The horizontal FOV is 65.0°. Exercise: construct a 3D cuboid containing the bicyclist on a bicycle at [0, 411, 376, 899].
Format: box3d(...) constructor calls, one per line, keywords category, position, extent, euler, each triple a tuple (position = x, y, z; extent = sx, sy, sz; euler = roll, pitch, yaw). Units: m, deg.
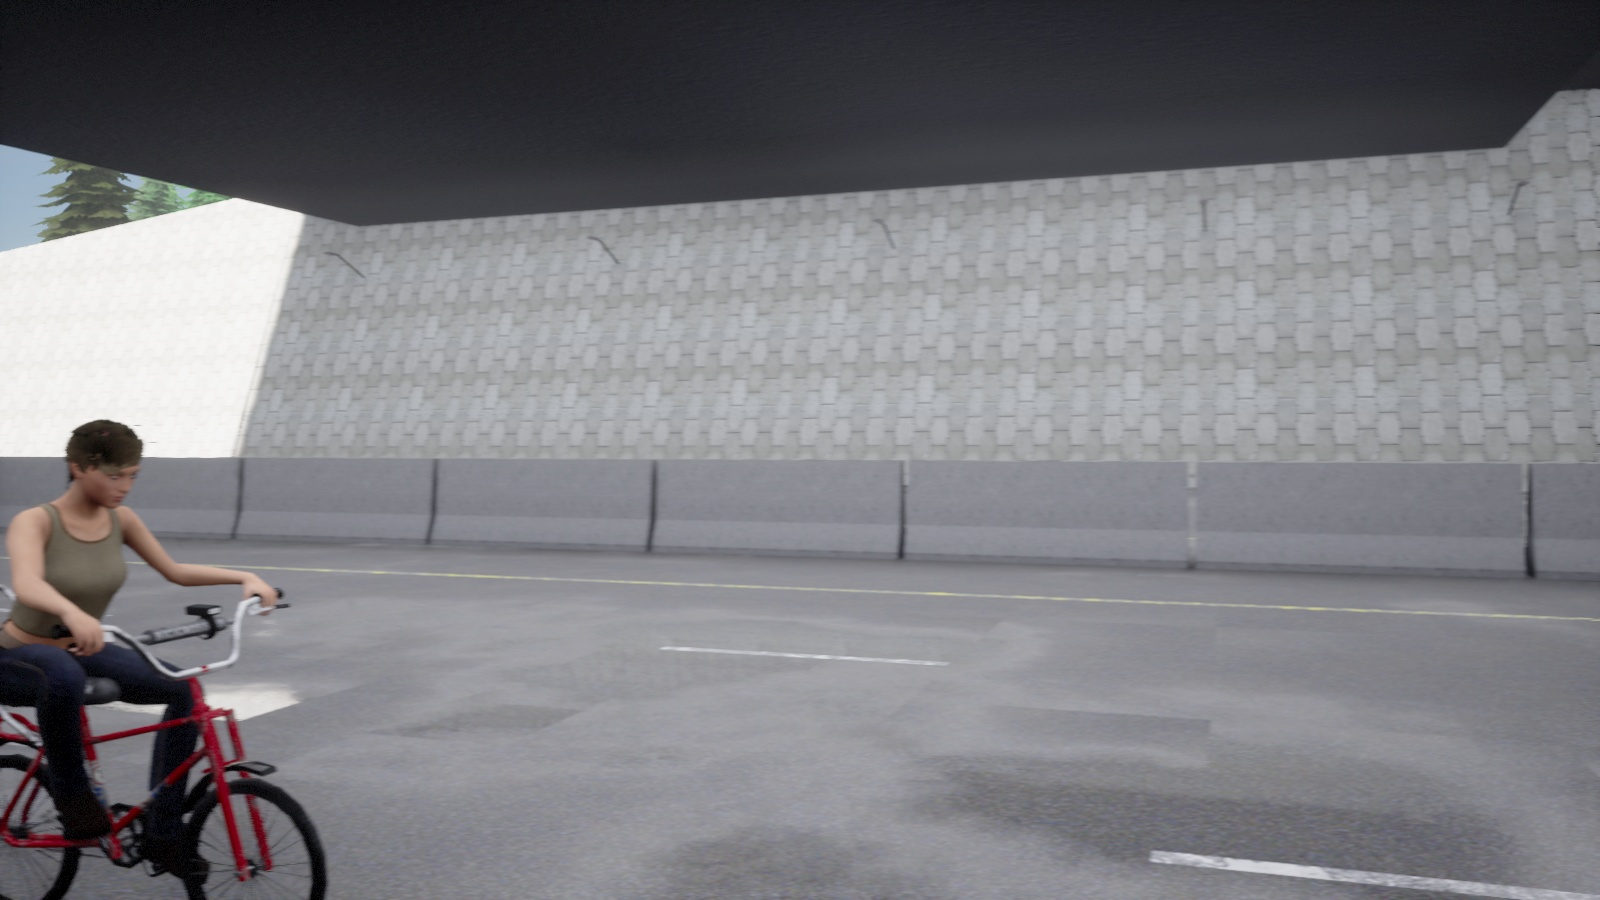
box3d(category="bicyclist on a bicycle", position=(-2.246, 0.691, 3.953), extent=(1.509, 1.612, 0.866), euler=(1, 1, 19))
